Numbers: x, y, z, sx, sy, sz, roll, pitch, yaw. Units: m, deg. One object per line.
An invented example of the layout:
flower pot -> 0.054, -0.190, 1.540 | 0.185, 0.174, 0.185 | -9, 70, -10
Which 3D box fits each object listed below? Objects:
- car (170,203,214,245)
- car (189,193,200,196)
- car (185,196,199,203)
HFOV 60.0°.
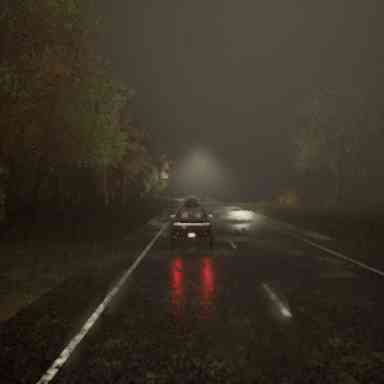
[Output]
car -> -0.010, 1.489, 15.482 | 2.128, 1.511, 4.902 | 0, 0, 0
car -> -0.050, 1.453, 64.879 | 2.128, 1.511, 4.902 | 0, 0, 0
car -> -0.032, 1.547, 43.358 | 1.994, 1.385, 4.181 | 0, 0, 0
